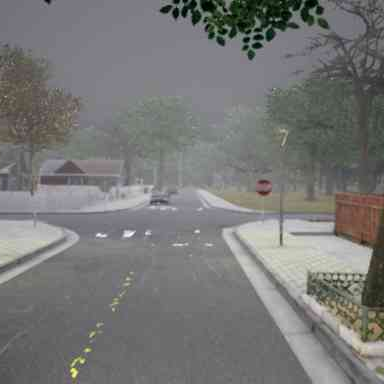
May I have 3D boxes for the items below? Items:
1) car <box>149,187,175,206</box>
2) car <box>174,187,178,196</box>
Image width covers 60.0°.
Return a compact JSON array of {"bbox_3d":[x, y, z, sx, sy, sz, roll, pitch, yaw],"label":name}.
[{"bbox_3d":[-3.032,0.542,32.791,2.033,1.411,5.357,0,2,0],"label":"car"},{"bbox_3d":[-3.228,-0.127,56.095,2.033,1.411,5.357,0,2,0],"label":"car"}]
